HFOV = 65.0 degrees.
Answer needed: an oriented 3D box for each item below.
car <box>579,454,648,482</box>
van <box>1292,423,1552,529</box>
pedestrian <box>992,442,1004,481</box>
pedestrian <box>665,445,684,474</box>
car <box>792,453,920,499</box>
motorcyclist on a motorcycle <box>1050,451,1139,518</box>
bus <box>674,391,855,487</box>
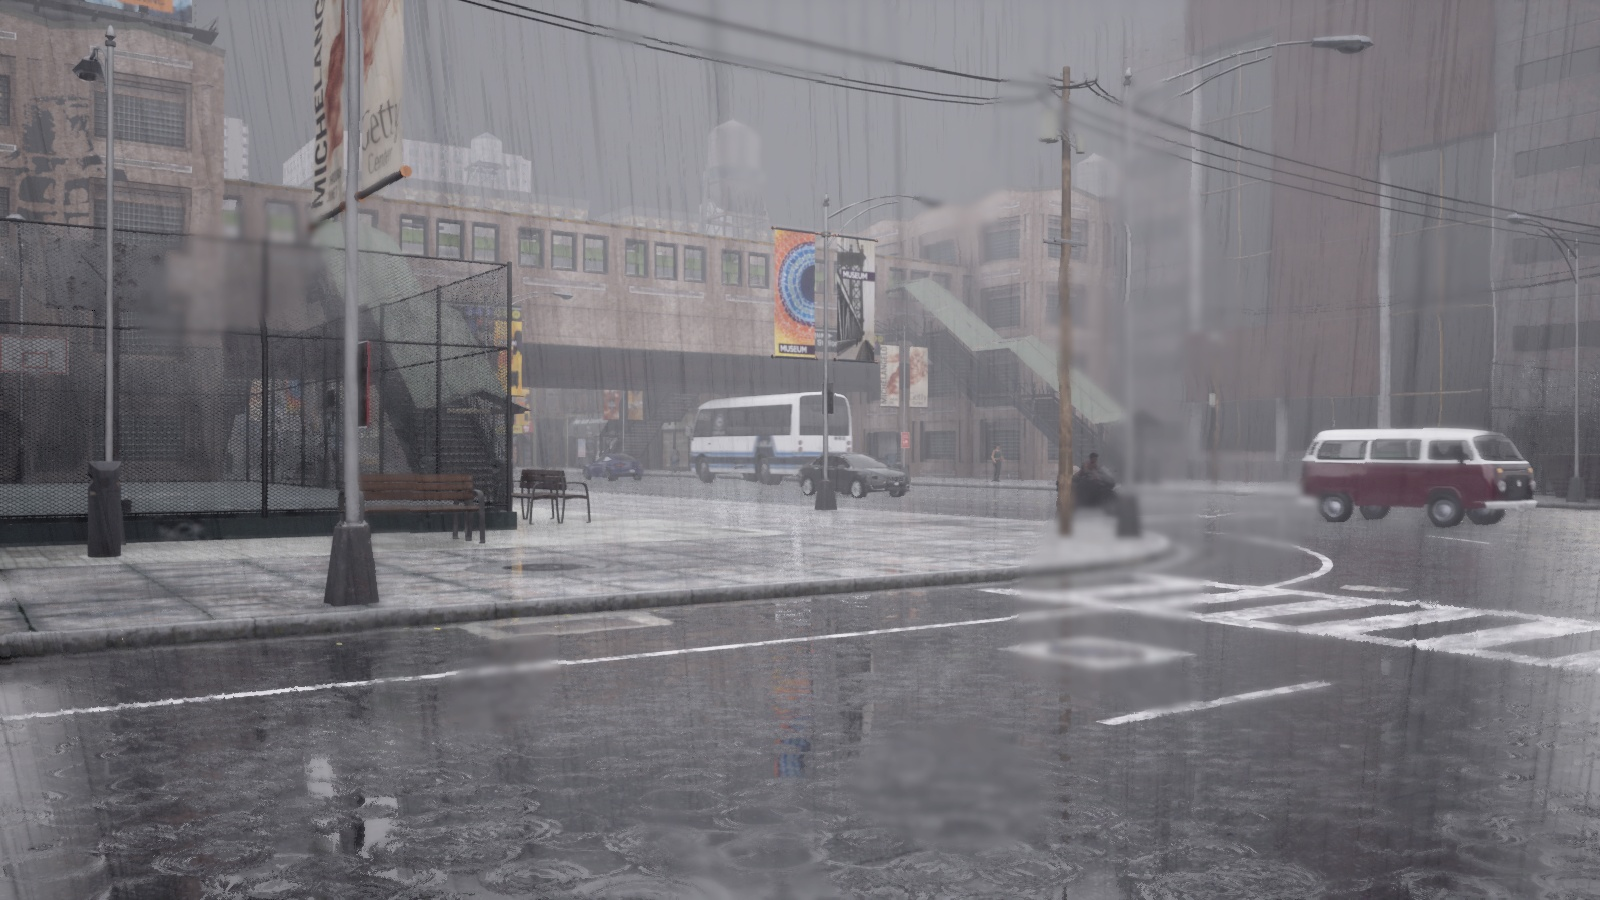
[{"bbox_3d":[-10.001,0.956,67.035,1.812,1.442,4.674,0,0,-33],"label":"car"},{"bbox_3d":[13.016,0.506,26.542,2.069,2.038,4.480,0,0,-34],"label":"van"},{"bbox_3d":[9.277,0.526,58.853,0.345,1.836,0.594,0,0,-16],"label":"pedestrian"},{"bbox_3d":[-8.231,0.620,82.363,0.874,1.855,0.900,0,0,-39],"label":"pedestrian"},{"bbox_3d":[1.848,0.851,43.069,1.837,1.490,4.892,0,0,-34],"label":"car"},{"bbox_3d":[6.869,0.784,29.388,0.797,1.523,2.044,0,0,-34],"label":"motorcyclist on a motorcycle"},{"bbox_3d":[-1.947,-0.478,61.205,3.944,4.253,10.273,0,0,-34],"label":"bus"}]
